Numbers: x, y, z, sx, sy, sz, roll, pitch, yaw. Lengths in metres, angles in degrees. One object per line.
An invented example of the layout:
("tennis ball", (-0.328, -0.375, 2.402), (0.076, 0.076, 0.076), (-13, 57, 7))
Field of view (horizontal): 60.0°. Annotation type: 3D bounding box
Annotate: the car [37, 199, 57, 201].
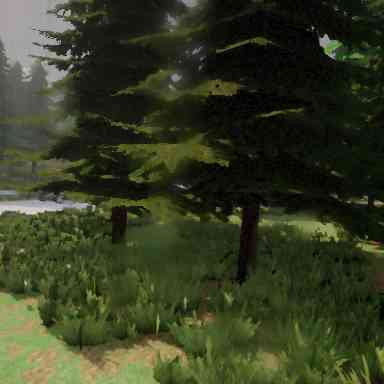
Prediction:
("car", (-10.031, 0.056, 26.407), (1.837, 1.490, 4.892), (5, 3, 24))
